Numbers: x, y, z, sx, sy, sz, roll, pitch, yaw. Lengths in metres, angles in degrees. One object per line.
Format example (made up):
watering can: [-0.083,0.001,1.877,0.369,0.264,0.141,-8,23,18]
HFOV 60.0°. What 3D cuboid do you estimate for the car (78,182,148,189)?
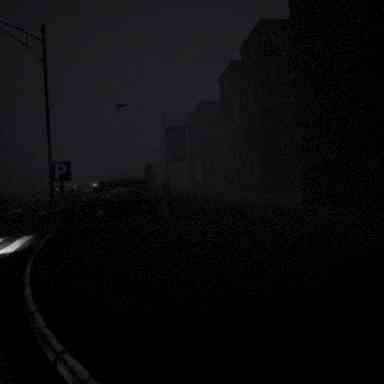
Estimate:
car: [-5.958,0.331,26.894,5.366,1.575,1.946,-4,5,-30]

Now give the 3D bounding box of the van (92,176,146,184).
van: [-6.282,-0.085,30.023,4.442,1.987,1.878,-4,4,-31]

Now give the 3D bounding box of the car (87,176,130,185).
car: [-6.977,-0.276,32.926,5.566,2.045,2.435,-4,5,-31]

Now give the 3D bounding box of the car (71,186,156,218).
car: [-4.660,0.674,21.019,4.892,1.521,2.231,-4,4,-30]

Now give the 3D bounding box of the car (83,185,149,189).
car: [-5.222,0.537,24.006,4.674,1.452,2.002,-4,5,-30]

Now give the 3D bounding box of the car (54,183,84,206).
car: [-11.486,0.333,30.714,1.882,1.535,5.008,-3,4,-11]

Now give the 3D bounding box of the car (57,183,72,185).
car: [-17.513,-0.284,44.266,2.128,1.511,4.902,-3,4,-11]

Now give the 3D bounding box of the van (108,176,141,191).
van: [-10.303,-1.310,50.927,4.442,1.987,1.878,-4,4,-30]

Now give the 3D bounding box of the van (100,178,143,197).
van: [-8.202,-0.595,38.856,4.442,1.987,1.878,-4,5,-30]

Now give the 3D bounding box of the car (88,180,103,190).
car: [-16.669,-1.236,57.516,1.882,1.535,5.008,-3,4,-11]

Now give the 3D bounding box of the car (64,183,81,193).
car: [-19.410,-0.755,54.168,1.895,1.301,4.718,-3,4,-11]

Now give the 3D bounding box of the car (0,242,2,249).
car: [-6.749,1.651,8.953,2.033,1.411,5.357,-3,3,-18]

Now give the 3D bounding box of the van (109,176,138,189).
van: [-11.647,-1.645,56.772,4.442,1.987,1.878,-4,5,-30]

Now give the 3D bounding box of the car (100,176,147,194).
car: [-9.231,-0.980,44.907,5.566,2.045,2.435,-4,4,-30]
